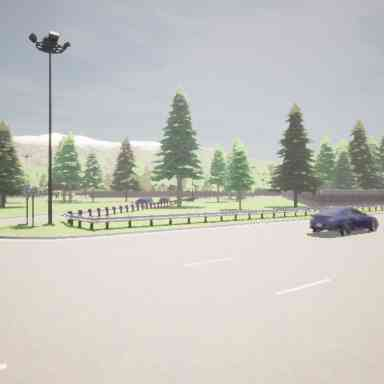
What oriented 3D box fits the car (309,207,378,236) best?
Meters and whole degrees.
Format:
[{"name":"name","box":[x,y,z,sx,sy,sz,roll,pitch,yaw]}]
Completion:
[{"name":"car","box":[8.334,1.526,18.262,4.674,1.442,1.812,0,0,-35]}]

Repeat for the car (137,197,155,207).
[{"name":"car","box":[-7.303,1.477,52.817,1.882,1.535,5.008,0,0,7]}]

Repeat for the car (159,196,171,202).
[{"name":"car","box":[-5.634,1.525,69.477,1.812,1.442,4.674,0,0,5]}]
